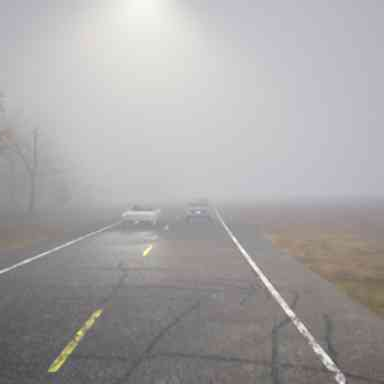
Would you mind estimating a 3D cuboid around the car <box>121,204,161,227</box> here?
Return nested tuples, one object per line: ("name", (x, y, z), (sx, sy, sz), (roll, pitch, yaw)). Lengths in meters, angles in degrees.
("car", (-3.171, 1.432, 21.494), (1.895, 1.301, 4.718), (0, 0, 2))

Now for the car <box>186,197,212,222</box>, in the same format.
("car", (0.509, 1.358, 24.174), (2.033, 1.411, 5.357), (0, 1, 2))
